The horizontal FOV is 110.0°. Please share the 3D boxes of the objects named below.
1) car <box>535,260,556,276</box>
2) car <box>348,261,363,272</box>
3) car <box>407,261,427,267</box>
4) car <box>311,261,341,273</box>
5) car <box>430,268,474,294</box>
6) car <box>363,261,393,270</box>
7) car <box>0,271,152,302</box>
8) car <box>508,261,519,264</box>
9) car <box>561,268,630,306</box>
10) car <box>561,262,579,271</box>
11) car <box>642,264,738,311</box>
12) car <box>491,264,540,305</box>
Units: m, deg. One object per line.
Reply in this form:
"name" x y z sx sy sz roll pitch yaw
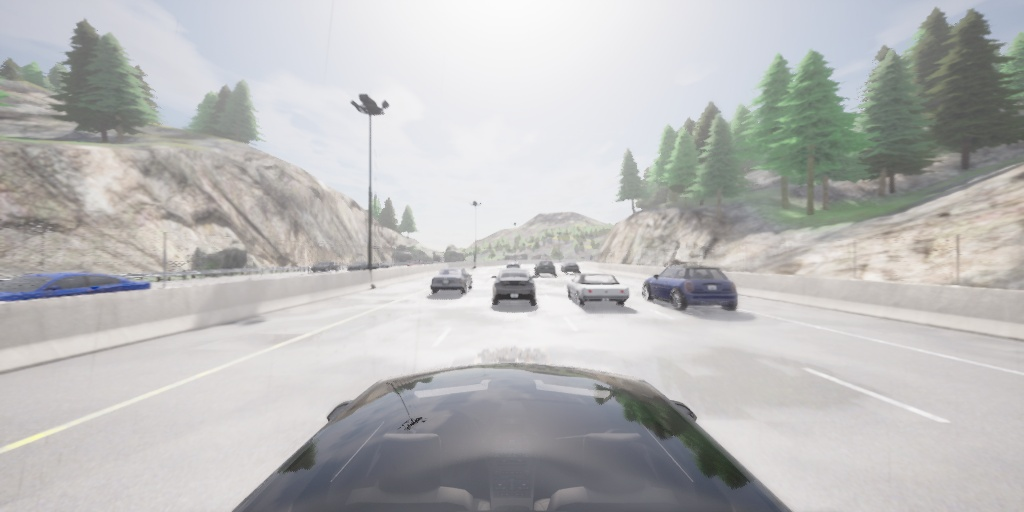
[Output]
"car" 3.628 1.255 39.666 2.097 1.767 4.553 0 0 0
"car" -20.906 1.403 49.784 1.882 1.535 5.008 0 0 2
"car" -13.822 1.420 52.471 1.882 1.535 5.008 0 0 3
"car" -24.457 1.416 47.268 1.837 1.490 4.892 0 0 1
"car" -3.387 1.371 20.816 2.033 1.411 5.357 0 0 0
"car" -17.468 1.520 47.494 1.895 1.301 4.718 0 0 1
"car" -14.090 1.254 10.995 1.882 1.535 5.008 0 0 0
"car" 0.203 1.425 47.549 2.128 1.511 4.902 0 0 1
"car" 3.608 1.411 16.019 1.895 1.301 4.718 0 0 0
"car" 7.152 1.431 44.319 1.837 1.490 4.892 0 0 1
"car" 7.109 1.159 14.853 2.097 1.767 4.553 0 0 0
"car" 0.102 1.316 16.624 1.837 1.490 4.892 0 0 0
